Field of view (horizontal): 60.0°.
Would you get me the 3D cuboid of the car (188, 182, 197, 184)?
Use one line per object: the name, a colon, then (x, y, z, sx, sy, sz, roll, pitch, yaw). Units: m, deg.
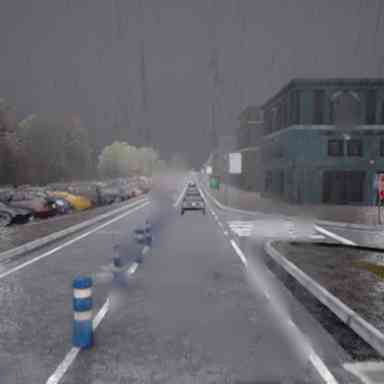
car: (0.064, -1.665, 78.321, 1.882, 1.535, 5.008, 0, 3, 0)

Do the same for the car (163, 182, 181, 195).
car: (-3.288, -0.378, 56.245, 1.837, 1.490, 4.892, 0, 3, 1)

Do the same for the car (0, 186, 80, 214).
car: (-10.041, 0.657, 21.442, 4.553, 1.767, 2.185, 0, 1, 1)

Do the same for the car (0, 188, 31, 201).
car: (-22.901, 0.325, 41.019, 4.892, 1.521, 2.231, 0, 2, 1)

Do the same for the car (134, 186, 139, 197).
car: (-9.831, 0.259, 43.735, 4.792, 1.488, 2.163, 0, 2, 1)

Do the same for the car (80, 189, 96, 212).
car: (-9.979, 0.748, 24.222, 5.008, 1.535, 2.097, 0, 1, 1)

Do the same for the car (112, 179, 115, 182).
car: (-22.522, -1.889, 82.756, 4.892, 1.521, 2.231, 0, 3, 1)

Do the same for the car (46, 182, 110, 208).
car: (-9.986, 0.453, 27.011, 5.566, 2.045, 2.435, 0, 1, 1)

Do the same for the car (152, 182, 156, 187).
car: (-9.616, -0.534, 60.436, 4.792, 1.488, 2.163, 0, 3, 1)

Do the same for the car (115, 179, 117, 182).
car: (-22.518, -2.026, 85.536, 4.792, 1.488, 2.163, 0, 3, 1)

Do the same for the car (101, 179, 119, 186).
car: (-22.406, -2.516, 91.087, 4.553, 1.767, 2.185, 0, 3, 1)

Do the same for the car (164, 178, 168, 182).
car: (-9.405, -2.049, 85.441, 5.008, 1.535, 2.097, 0, 3, 1)

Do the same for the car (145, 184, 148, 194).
car: (-9.726, -0.090, 52.083, 4.674, 1.452, 2.002, 0, 3, 1)

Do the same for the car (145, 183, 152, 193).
car: (-9.691, -0.267, 54.866, 5.008, 1.535, 2.097, 0, 3, 1)

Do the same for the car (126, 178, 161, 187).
car: (-9.621, -1.141, 65.979, 5.566, 2.045, 2.435, 0, 3, 1)

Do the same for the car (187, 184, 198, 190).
car: (0.105, 0.123, 45.036, 2.128, 1.511, 4.902, 0, 2, 0)

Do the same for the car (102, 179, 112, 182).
car: (-22.547, -1.723, 79.976, 5.008, 1.535, 2.097, 0, 3, 1)

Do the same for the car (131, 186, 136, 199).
car: (-9.798, 0.361, 40.948, 4.792, 1.488, 2.163, 0, 2, 1)

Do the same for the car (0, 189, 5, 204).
car: (-22.956, 0.506, 35.314, 5.008, 1.535, 2.097, 0, 2, 1)

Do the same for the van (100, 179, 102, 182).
van: (-22.504, -1.452, 71.622, 4.442, 1.987, 1.878, 0, 3, 1)

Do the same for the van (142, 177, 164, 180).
van: (-9.579, -1.942, 79.873, 4.442, 1.987, 1.878, 0, 3, 1)

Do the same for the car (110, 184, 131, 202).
car: (-9.822, 0.300, 38.157, 4.553, 1.767, 2.185, 0, 2, 1)

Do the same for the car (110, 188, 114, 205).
car: (-9.926, 0.652, 29.804, 4.892, 1.521, 2.231, 0, 1, 1)

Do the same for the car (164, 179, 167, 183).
car: (-9.441, -1.883, 82.664, 5.008, 1.535, 2.097, 0, 3, 1)

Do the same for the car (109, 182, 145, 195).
car: (-9.780, -0.127, 49.291, 4.553, 1.767, 2.185, 0, 3, 1)

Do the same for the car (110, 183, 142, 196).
car: (-9.806, -0.007, 46.514, 4.553, 1.767, 2.185, 0, 2, 1)

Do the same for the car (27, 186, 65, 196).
car: (-22.810, -0.131, 52.033, 5.008, 1.535, 2.097, 0, 3, 1)

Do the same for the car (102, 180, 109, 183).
car: (-22.570, -1.517, 77.198, 4.674, 1.452, 2.002, 0, 3, 1)

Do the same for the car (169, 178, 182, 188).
car: (-3.208, -1.544, 71.330, 2.097, 1.767, 4.553, 0, 3, 0)

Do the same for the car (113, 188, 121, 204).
car: (-9.877, 0.617, 32.583, 4.792, 1.488, 2.163, 0, 2, 1)

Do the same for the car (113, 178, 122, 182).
car: (-22.435, -2.473, 88.301, 5.566, 2.045, 2.435, 0, 3, 1)

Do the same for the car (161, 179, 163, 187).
car: (-9.484, -1.503, 74.196, 4.553, 1.767, 2.185, 0, 3, 1)

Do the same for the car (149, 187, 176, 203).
car: (-3.342, 0.429, 38.587, 2.033, 1.411, 5.357, 0, 2, 0)

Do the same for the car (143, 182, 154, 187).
car: (-9.666, -0.411, 57.652, 5.008, 1.535, 2.097, 0, 3, 1)

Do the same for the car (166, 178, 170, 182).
car: (-9.172, -2.386, 90.996, 5.366, 1.575, 1.946, 0, 3, 1)

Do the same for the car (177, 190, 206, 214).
car: (0.102, 0.864, 26.092, 2.033, 1.411, 5.357, 0, 2, 0)

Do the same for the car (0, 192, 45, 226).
car: (-10.033, 0.866, 15.873, 4.792, 1.488, 2.163, 0, 1, 1)

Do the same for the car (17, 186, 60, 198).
car: (-22.645, -0.006, 49.245, 5.366, 1.575, 1.946, 0, 2, 1)

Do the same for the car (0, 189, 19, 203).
car: (-22.929, 0.422, 38.103, 5.008, 1.535, 2.097, 0, 2, 1)

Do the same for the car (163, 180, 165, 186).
car: (-9.494, -1.549, 77.107, 4.892, 1.521, 2.231, 0, 3, 1)

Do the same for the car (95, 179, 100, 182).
car: (-22.618, -1.312, 68.841, 5.566, 2.045, 2.435, 0, 3, 1)

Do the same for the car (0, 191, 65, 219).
car: (-10.066, 0.839, 18.657, 4.792, 1.488, 2.163, 0, 1, 1)

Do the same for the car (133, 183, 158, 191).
car: (-9.561, -1.055, 68.772, 5.008, 1.535, 2.097, 0, 3, 1)

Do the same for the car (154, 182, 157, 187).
car: (-9.616, -0.685, 63.218, 4.674, 1.452, 2.002, 0, 3, 1)
